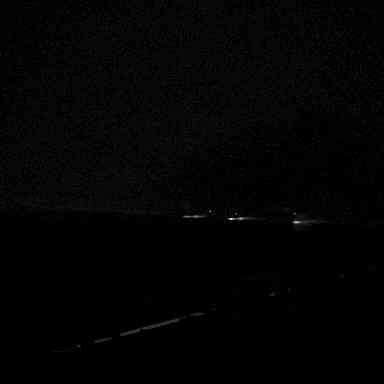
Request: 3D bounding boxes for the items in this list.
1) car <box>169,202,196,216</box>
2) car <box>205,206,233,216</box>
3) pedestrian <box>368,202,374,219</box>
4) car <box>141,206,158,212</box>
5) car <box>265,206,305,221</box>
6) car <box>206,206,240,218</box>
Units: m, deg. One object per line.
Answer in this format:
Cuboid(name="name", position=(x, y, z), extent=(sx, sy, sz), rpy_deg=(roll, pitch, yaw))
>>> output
Cuboid(name="car", position=(-1.606, 2.644, 52.736), extent=(2.150, 2.045, 5.566), rpy_deg=(1, -2, -33))
Cuboid(name="car", position=(4.019, 2.833, 50.866), extent=(1.812, 1.442, 4.674), rpy_deg=(1, -2, -33))
Cuboid(name="pedestrian", position=(18.892, 1.917, 35.268), extent=(0.375, 1.860, 0.375), rpy_deg=(-2, 1, -33))
Cuboid(name="car", position=(-9.048, 3.621, 70.668), extent=(1.895, 1.301, 4.718), rpy_deg=(1, -2, -33))
Cuboid(name="car", position=(9.774, 2.259, 35.319), extent=(1.812, 1.442, 4.674), rpy_deg=(1, -2, -33))
Cuboid(name="car", position=(4.253, 2.581, 43.755), extent=(1.837, 1.490, 4.892), rpy_deg=(1, -2, -33))
